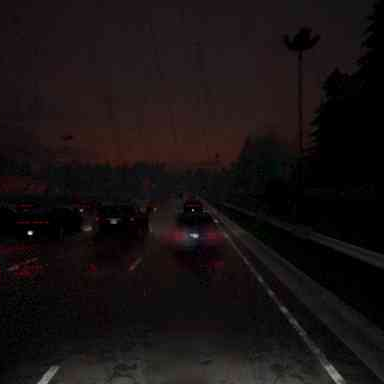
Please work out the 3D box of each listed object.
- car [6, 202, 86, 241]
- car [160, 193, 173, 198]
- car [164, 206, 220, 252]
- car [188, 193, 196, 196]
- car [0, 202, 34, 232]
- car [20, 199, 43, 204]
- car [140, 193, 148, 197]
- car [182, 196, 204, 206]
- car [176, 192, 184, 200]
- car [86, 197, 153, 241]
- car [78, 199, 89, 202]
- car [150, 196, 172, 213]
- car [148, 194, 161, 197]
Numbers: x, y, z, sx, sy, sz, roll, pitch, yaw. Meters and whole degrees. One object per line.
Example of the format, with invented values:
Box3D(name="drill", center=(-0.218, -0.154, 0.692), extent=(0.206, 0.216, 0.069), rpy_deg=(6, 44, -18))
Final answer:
Box3D(name="car", center=(-6.902, 1.488, 16.630), extent=(1.837, 1.490, 4.892), rpy_deg=(0, 0, 0))
Box3D(name="car", center=(-6.987, 1.434, 94.074), extent=(2.033, 1.411, 5.357), rpy_deg=(0, 0, 0))
Box3D(name="car", center=(0.098, 1.533, 13.709), extent=(2.033, 1.411, 5.357), rpy_deg=(0, 0, 0))
Box3D(name="car", center=(0.013, 1.250, 94.460), extent=(2.097, 1.767, 4.553), rpy_deg=(0, 0, 0))
Box3D(name="car", center=(-10.401, 1.488, 17.243), extent=(1.837, 1.490, 4.892), rpy_deg=(0, 0, 0))
Box3D(name="car", center=(-16.351, 1.467, 33.492), extent=(1.837, 1.490, 4.892), rpy_deg=(0, 0, -17))
Box3D(name="car", center=(-13.987, 1.448, 94.492), extent=(1.994, 1.385, 4.181), rpy_deg=(0, 0, 0))
Box3D(name="car", center=(0.102, 1.469, 33.768), extent=(1.837, 1.490, 4.892), rpy_deg=(0, 0, 0))
Box3D(name="car", center=(-3.487, 1.120, 94.103), extent=(2.150, 2.045, 5.566), rpy_deg=(0, 0, 0))
Box3D(name="car", center=(-3.402, 1.334, 16.605), extent=(2.097, 1.767, 4.553), rpy_deg=(0, 0, 0))
Box3D(name="car", center=(-10.398, 1.468, 33.751), extent=(1.837, 1.490, 4.892), rpy_deg=(0, 0, 0))
Box3D(name="car", center=(-3.398, 1.469, 33.736), extent=(1.837, 1.490, 4.892), rpy_deg=(0, 0, 0))
Box3D(name="car", center=(-10.487, 1.395, 94.075), extent=(1.837, 1.490, 4.892), rpy_deg=(0, 0, 0))
